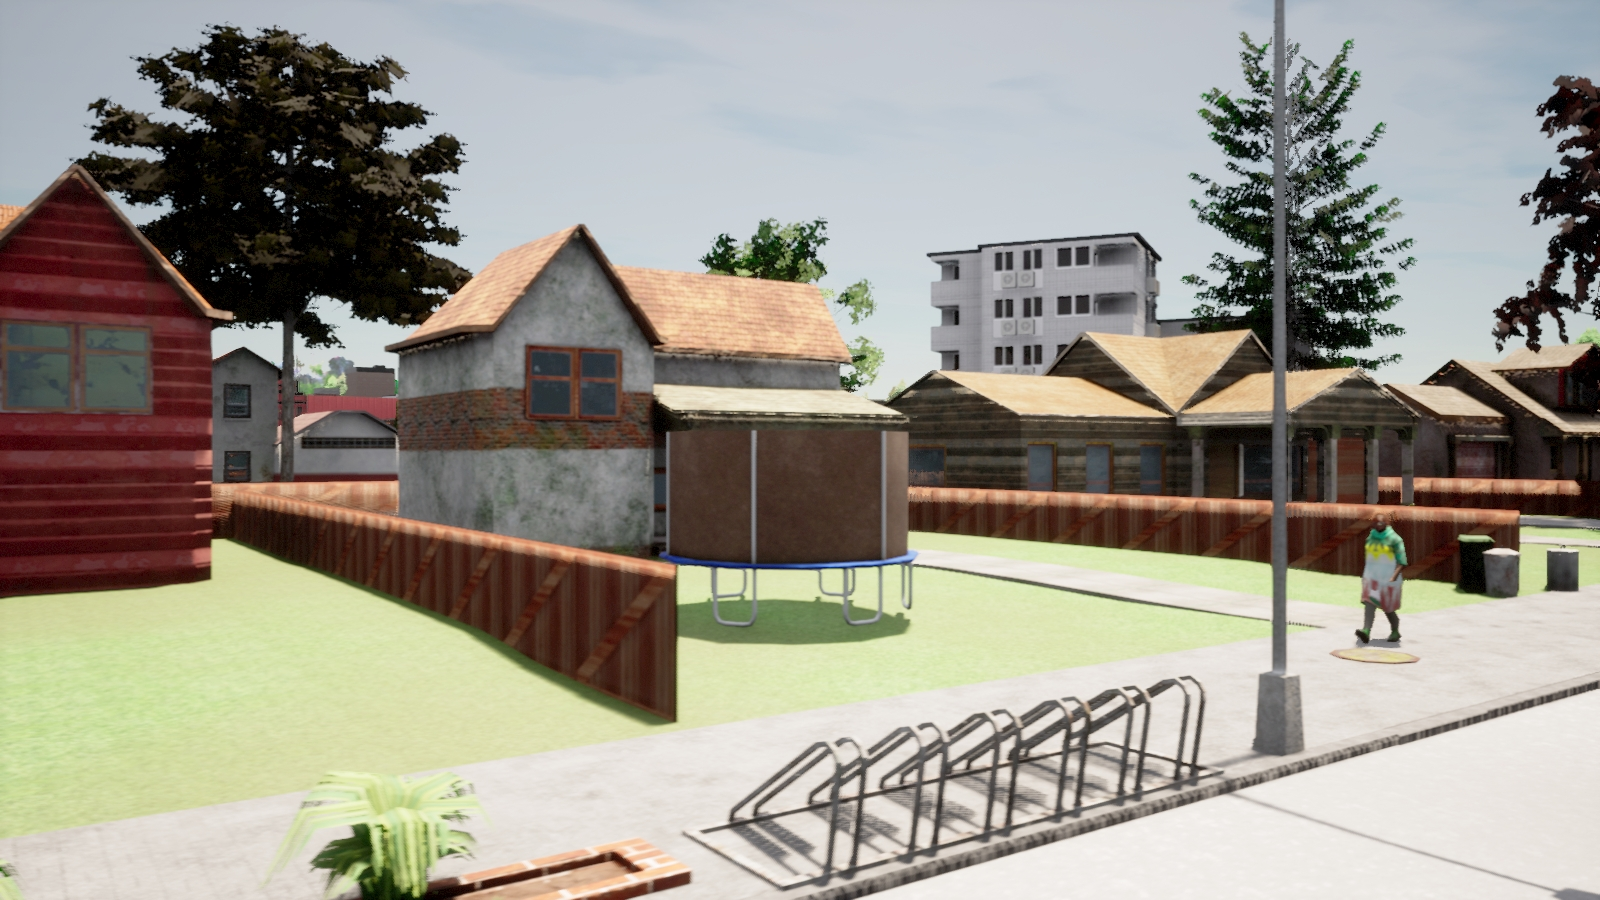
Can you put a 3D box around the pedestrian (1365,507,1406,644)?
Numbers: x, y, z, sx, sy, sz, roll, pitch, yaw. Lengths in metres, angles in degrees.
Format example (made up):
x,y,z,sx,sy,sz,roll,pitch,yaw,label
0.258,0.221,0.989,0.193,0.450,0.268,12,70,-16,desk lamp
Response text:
x,y,z,sx,sy,sz,roll,pitch,yaw,label
8.188,1.743,15.979,0.375,1.860,0.375,0,0,-34,pedestrian

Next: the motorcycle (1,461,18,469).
x,y,z,sx,sy,sz,roll,pitch,yaw,label
-115.780,2.185,167.431,2.033,1.199,0.803,0,0,-35,motorcycle
